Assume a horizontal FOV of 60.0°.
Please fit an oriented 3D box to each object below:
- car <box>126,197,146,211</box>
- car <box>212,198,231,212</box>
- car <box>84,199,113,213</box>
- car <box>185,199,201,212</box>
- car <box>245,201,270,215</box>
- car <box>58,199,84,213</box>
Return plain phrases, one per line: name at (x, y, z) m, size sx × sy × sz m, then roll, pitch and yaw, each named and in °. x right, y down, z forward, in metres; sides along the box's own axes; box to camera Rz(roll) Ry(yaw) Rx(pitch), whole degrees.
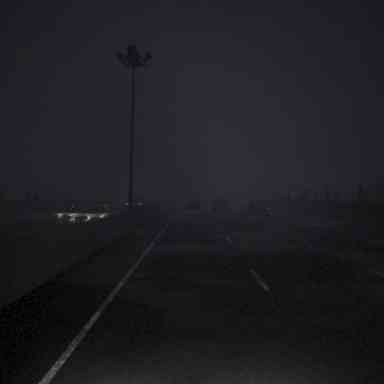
car at (-7.101, 1.501, 42.553) m, size 2.097 × 1.767 × 4.553 m, roll 0°, pitch 0°, yaw 0°
car at (3.583, 1.497, 40.970) m, size 2.097 × 1.767 × 4.553 m, roll 0°, pitch 0°, yaw 0°
car at (-10.607, 1.614, 39.008) m, size 1.882 × 1.535 × 5.008 m, roll 0°, pitch 0°, yaw 0°
car at (0.083, 1.626, 42.003) m, size 1.882 × 1.535 × 5.008 m, roll 0°, pitch 0°, yaw 0°
car at (7.085, 1.676, 36.375) m, size 2.033 × 1.411 × 5.357 m, roll 0°, pitch 0°, yaw 0°
car at (-14.107, 1.642, 39.258) m, size 1.837 × 1.490 × 4.892 m, roll 0°, pitch 0°, yaw 0°
